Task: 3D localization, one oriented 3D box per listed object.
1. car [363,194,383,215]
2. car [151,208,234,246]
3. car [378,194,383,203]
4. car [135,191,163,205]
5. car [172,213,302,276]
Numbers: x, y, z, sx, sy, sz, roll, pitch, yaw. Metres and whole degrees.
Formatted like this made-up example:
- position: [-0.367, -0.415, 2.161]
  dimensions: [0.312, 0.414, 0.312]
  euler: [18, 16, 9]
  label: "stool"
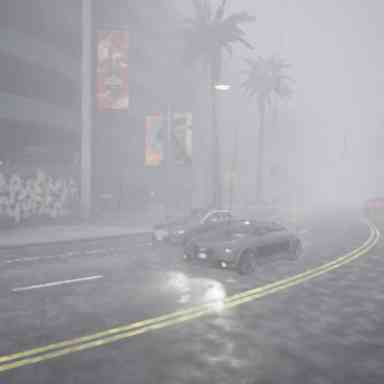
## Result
- position: [18.513, 1.313, 33.462]
  dimensions: [2.097, 1.767, 4.553]
  euler: [0, 0, 23]
  label: "car"
- position: [0.458, 1.444, 14.070]
  dimensions: [2.128, 1.511, 4.902]
  euler: [1, 0, 42]
  label: "car"
- position: [40.145, 1.285, 69.065]
  dimensions: [2.185, 1.767, 4.553]
  euler: [0, 0, 22]
  label: "car"
- position: [-6.143, 0.833, 48.166]
  dimensions: [2.435, 2.045, 5.566]
  euler: [0, 0, 22]
  label: "car"
- position: [1.690, 1.533, 10.380]
  dimensions: [1.994, 1.385, 4.181]
  euler: [1, 0, 45]
  label: "car"
